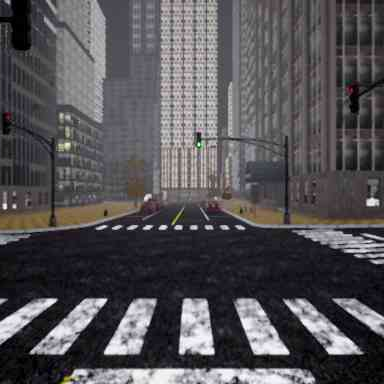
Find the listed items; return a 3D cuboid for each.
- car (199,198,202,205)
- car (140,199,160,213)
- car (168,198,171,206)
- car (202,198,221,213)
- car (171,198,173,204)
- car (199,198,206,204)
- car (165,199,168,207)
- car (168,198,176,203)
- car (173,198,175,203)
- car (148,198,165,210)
[{"bbox_3d":[2.685,2.319,76.649,1.802,1.307,4.206,-1,-1,0],"label":"car"},{"bbox_3d":[-5.697,1.960,43.295,1.887,1.381,4.507,-1,-1,0],"label":"car"},{"bbox_3d":[-5.697,2.154,65.362,1.752,1.417,4.829,-1,-1,0],"label":"car"},{"bbox_3d":[2.682,1.855,43.294,1.967,1.590,4.097,-1,-1,0],"label":"car"},{"bbox_3d":[-5.696,2.228,71.091,1.887,1.381,4.507,-1,-1,0],"label":"car"},{"bbox_3d":[2.684,2.372,87.939,1.752,1.417,4.829,-1,-1,0],"label":"car"},{"bbox_3d":[-5.699,1.838,54.416,2.192,1.841,5.009,-1,-1,0],"label":"car"},{"bbox_3d":[-5.696,2.450,93.328,2.008,1.369,4.403,-1,-1,0],"label":"car"},{"bbox_3d":[-5.696,2.373,82.209,1.802,1.307,4.206,-1,-1,0],"label":"car"},{"bbox_3d":[-5.699,1.784,48.857,2.192,1.841,5.009,-1,-1,0],"label":"car"}]
